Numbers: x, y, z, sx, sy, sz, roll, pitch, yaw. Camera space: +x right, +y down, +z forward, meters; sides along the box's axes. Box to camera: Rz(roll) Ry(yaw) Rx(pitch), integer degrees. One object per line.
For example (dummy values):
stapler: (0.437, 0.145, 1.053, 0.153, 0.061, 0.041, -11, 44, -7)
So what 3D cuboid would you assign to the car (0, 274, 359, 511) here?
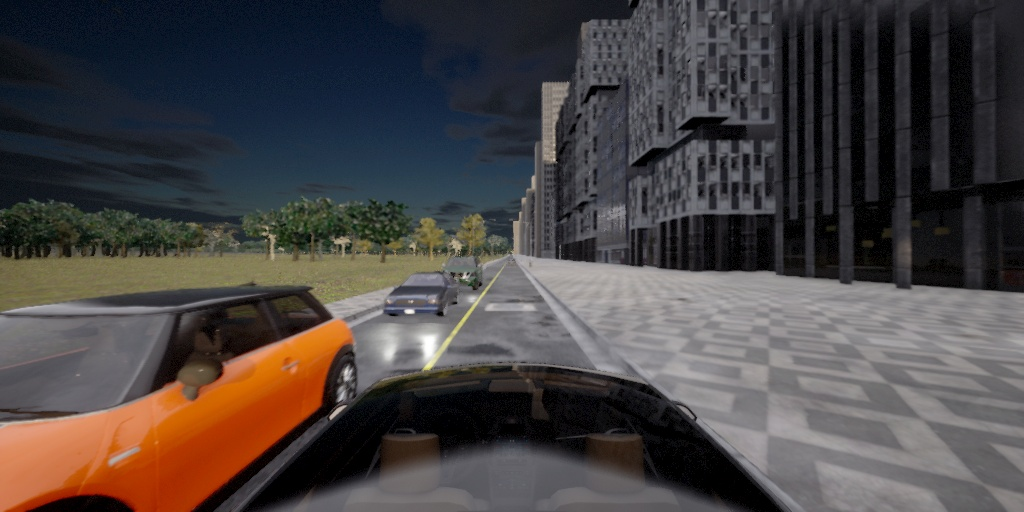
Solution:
car: (-3.099, 1.103, 2.882, 2.097, 1.767, 4.553, 0, 0, 0)

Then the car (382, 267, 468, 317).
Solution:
car: (-3.101, 1.297, 13.493, 2.033, 1.411, 5.357, 0, 0, 0)

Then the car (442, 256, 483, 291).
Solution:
car: (-3.014, 1.025, 22.337, 2.150, 2.045, 5.566, 0, 0, 0)
